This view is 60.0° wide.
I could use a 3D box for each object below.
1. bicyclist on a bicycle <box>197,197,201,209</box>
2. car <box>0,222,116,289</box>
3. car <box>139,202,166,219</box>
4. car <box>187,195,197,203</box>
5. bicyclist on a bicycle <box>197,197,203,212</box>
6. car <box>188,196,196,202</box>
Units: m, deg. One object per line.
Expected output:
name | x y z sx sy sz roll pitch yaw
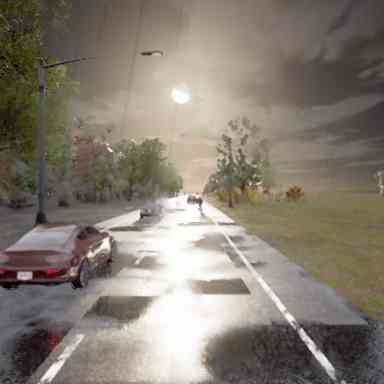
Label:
bicyclist on a bicycle | 0.970 1.504 46.367 0.582 1.620 1.656 0 0 0
car | -3.402 1.536 9.071 1.812 1.442 4.674 0 0 0
car | -3.396 1.580 29.160 2.033 1.411 5.357 0 0 0
car | 0.026 1.431 69.181 2.097 1.767 4.553 0 0 0
bicyclist on a bicycle | 0.970 1.412 37.581 0.659 1.776 1.843 0 0 0
car | 0.013 1.624 79.039 2.033 1.411 5.357 0 0 0
